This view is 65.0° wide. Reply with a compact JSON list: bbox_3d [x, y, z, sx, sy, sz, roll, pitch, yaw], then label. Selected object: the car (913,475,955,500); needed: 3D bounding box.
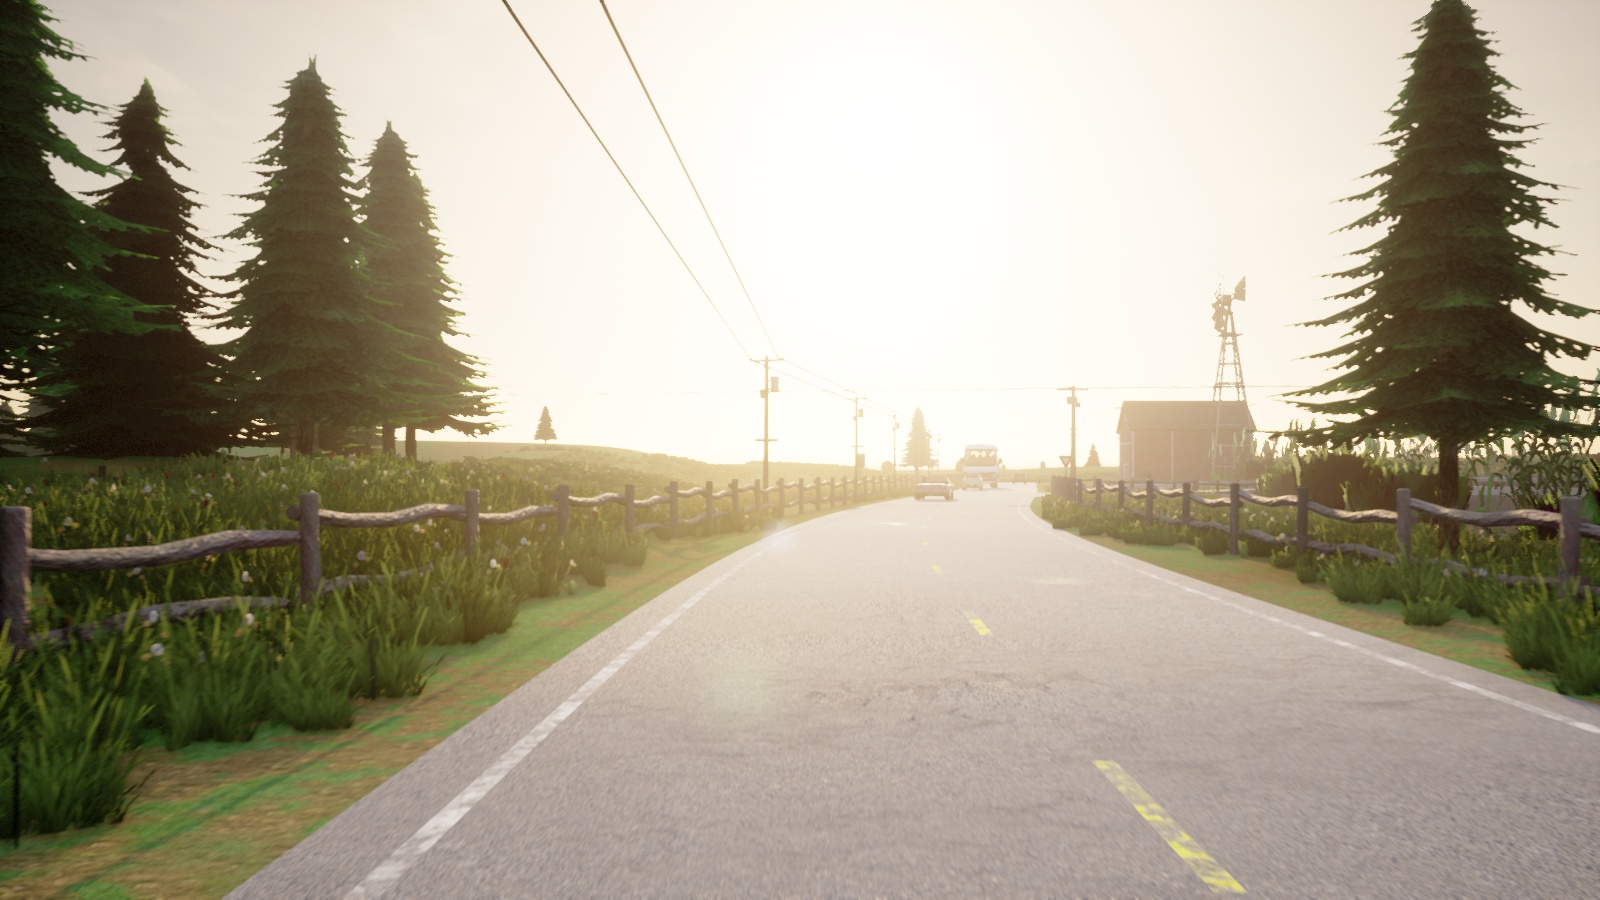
[{"bbox_3d":[7.443,2.044,69.198,1.895,1.301,4.718,0,-1,11],"label":"car"}]
